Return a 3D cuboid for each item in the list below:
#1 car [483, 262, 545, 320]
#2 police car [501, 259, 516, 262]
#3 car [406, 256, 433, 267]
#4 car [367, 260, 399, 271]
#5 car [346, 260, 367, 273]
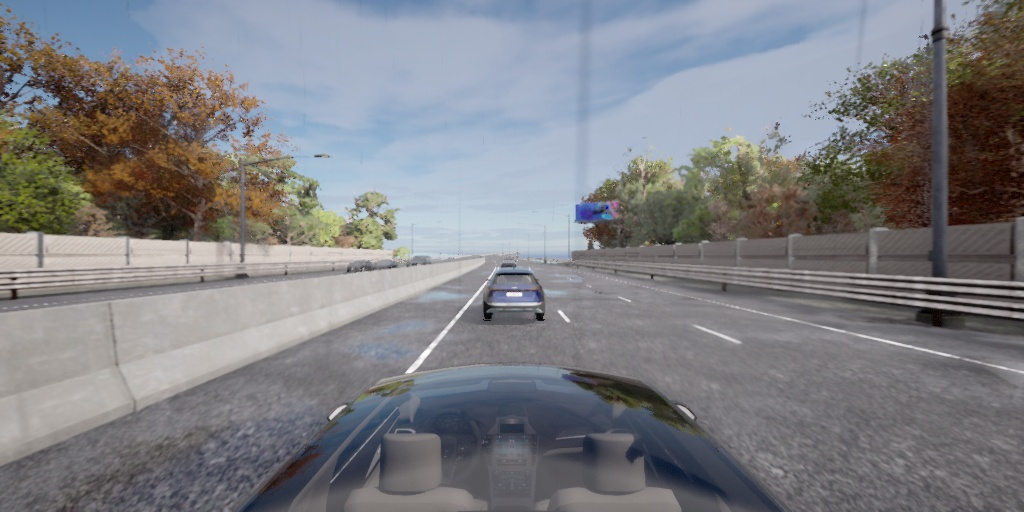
[{"bbox_3d":[0.055,1.175,12.623,2.033,1.649,4.856,0,0,0],"label":"car"},{"bbox_3d":[-0.423,1.154,44.030,1.930,1.638,5.238,0,0,-1],"label":"police car"},{"bbox_3d":[-11.092,0.956,43.431,2.150,2.045,5.566,0,0,-1],"label":"car"},{"bbox_3d":[-14.551,1.212,41.438,1.882,1.535,5.008,0,0,-1],"label":"car"},{"bbox_3d":[-18.084,1.241,42.953,1.837,1.490,4.892,0,0,-1],"label":"car"}]
